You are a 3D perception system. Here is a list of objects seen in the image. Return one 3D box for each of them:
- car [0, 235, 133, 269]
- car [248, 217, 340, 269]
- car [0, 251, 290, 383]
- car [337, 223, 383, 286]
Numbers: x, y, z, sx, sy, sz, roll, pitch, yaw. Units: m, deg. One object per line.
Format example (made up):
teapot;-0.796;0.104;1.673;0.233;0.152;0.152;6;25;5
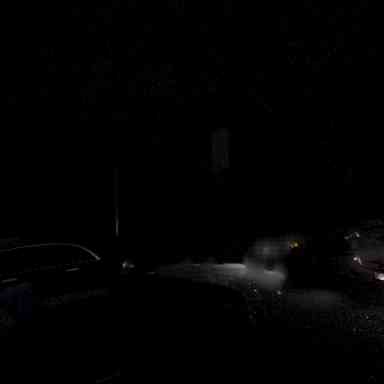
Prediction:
car;-3.323;1.595;5.895;4.892;1.490;1.837;-1;0;-37
car;3.848;1.557;11.211;4.181;1.385;1.994;-1;0;-37
car;-1.346;1.569;3.003;4.674;1.442;1.812;-1;0;-37
car;5.831;1.472;8.325;4.674;1.442;1.812;-1;0;-37
